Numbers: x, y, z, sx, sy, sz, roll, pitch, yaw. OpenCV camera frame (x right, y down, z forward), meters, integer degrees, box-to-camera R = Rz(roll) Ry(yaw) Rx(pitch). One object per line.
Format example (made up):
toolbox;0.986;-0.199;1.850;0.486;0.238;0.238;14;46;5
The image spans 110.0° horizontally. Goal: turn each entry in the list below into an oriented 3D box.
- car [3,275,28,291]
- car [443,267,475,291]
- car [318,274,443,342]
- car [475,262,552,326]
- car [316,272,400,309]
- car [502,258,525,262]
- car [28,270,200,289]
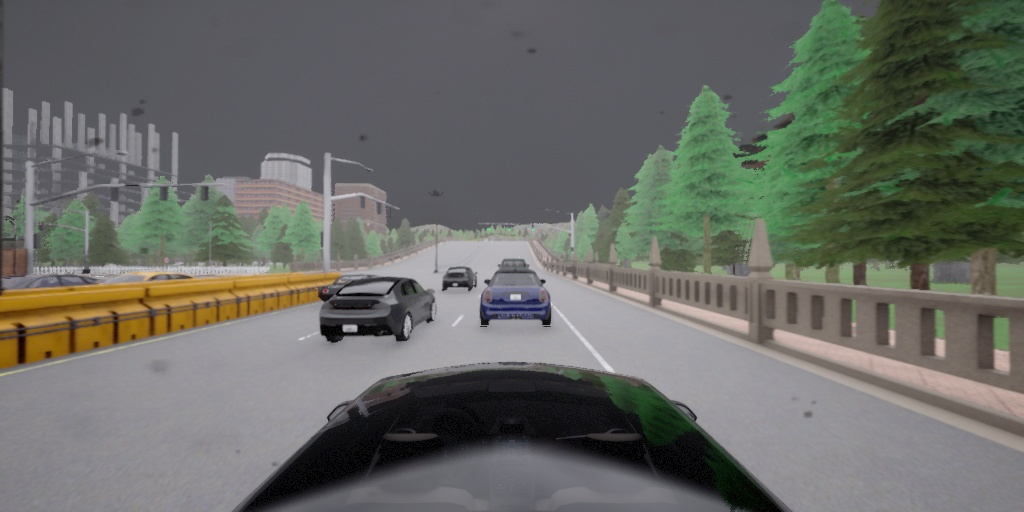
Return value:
car;-17.559;1.404;13.258;2.033;1.411;5.357;0;-1;0
car;-3.388;1.463;23.862;1.837;1.490;4.892;0;0;0
car;-3.395;1.329;9.942;1.837;1.490;4.892;0;-1;0
car;0.104;1.200;12.197;2.097;1.767;4.553;0;-1;0
car;-6.890;1.490;16.693;1.895;1.301;4.718;0;-1;0
car;0.113;1.206;26.866;2.150;2.045;5.566;0;0;0
car;-14.054;1.338;13.670;1.882;1.535;5.008;0;-1;0
